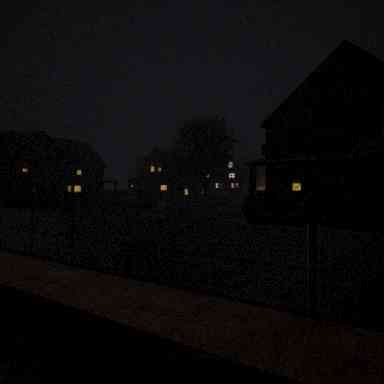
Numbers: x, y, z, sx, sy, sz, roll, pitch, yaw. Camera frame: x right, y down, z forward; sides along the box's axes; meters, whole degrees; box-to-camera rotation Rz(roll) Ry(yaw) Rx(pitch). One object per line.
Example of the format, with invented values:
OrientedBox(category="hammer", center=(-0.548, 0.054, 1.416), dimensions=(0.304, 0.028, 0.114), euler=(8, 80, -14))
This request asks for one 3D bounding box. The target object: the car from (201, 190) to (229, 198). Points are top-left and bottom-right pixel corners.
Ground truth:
OrientedBox(category="car", center=(2.961, 0.590, 41.770), dimensions=(1.837, 1.490, 4.892), euler=(1, 2, 36))

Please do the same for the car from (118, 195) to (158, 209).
OrientedBox(category="car", center=(-5.030, 0.969, 30.590), dimensions=(1.994, 1.385, 4.181), euler=(1, 2, 35))

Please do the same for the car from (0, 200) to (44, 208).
OrientedBox(category="car", center=(-11.907, 1.232, 20.889), dimensions=(2.033, 1.411, 5.357), euler=(1, 2, 34))
